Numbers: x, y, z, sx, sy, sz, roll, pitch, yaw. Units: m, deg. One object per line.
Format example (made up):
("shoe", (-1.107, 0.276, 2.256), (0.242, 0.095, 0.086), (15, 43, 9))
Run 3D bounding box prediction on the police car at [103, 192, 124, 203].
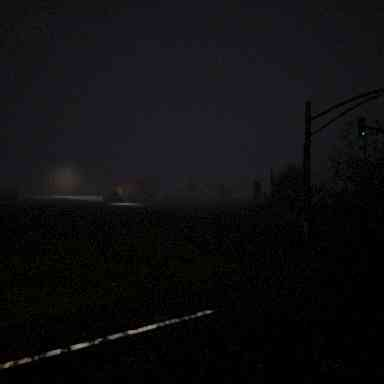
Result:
("police car", (-11.738, 0.832, 49.842), (2.038, 1.542, 4.974), (1, 0, -32))
